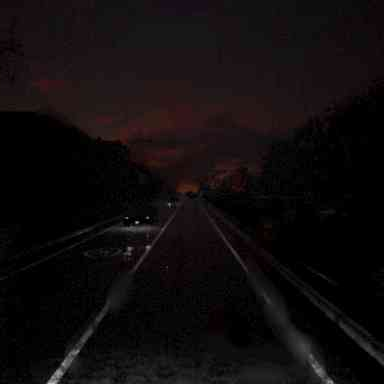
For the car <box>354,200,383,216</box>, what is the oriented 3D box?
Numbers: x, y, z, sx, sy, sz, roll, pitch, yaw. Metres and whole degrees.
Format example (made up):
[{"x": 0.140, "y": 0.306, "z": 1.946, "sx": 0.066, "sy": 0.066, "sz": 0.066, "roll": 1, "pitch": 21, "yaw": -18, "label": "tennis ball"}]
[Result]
[{"x": 18.600, "y": 1.499, "z": 32.114, "sx": 4.792, "sy": 1.488, "sz": 2.163, "roll": 0, "pitch": 0, "yaw": 0, "label": "car"}]

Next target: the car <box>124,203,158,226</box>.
[{"x": -3.465, "y": 1.525, "z": 23.609, "sx": 2.033, "sy": 1.411, "sz": 5.357, "roll": 0, "pitch": 0, "yaw": 0, "label": "car"}]

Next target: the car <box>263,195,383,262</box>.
[{"x": 5.651, "y": 1.232, "z": 11.733, "sx": 5.566, "sy": 2.045, "sz": 2.435, "roll": 0, "pitch": 0, "yaw": 0, "label": "car"}]

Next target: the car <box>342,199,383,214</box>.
[{"x": 18.641, "y": 1.485, "z": 34.897, "sx": 4.792, "sy": 1.488, "sz": 2.163, "roll": 0, "pitch": 0, "yaw": 0, "label": "car"}]

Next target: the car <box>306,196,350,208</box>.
[{"x": 18.728, "y": 1.377, "z": 46.001, "sx": 5.366, "sy": 1.575, "sz": 1.946, "roll": 0, "pitch": 0, "yaw": 0, "label": "car"}]

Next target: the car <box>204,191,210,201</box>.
[{"x": 5.349, "y": 1.021, "z": 59.395, "sx": 5.566, "sy": 2.045, "sz": 2.435, "roll": 0, "pitch": 0, "yaw": 0, "label": "car"}]

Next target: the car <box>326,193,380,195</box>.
[{"x": 18.566, "y": 1.189, "z": 37.670, "sx": 5.566, "sy": 2.045, "sz": 2.435, "roll": 0, "pitch": 0, "yaw": 0, "label": "car"}]

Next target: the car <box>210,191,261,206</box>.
[{"x": 5.456, "y": 1.154, "z": 42.575, "sx": 5.566, "sy": 2.045, "sz": 2.435, "roll": 0, "pitch": 0, "yaw": 0, "label": "car"}]

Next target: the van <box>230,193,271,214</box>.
[{"x": 5.474, "y": 1.255, "z": 25.752, "sx": 4.442, "sy": 1.987, "sz": 1.878, "roll": 0, "pitch": 0, "yaw": 0, "label": "van"}]

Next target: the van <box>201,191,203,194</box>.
[{"x": 5.101, "y": 0.846, "z": 84.623, "sx": 4.442, "sy": 1.987, "sz": 1.878, "roll": 0, "pitch": 0, "yaw": 0, "label": "van"}]

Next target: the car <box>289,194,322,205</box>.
[{"x": 18.520, "y": 1.188, "z": 54.327, "sx": 4.553, "sy": 1.767, "sz": 2.185, "roll": 0, "pitch": 0, "yaw": 0, "label": "car"}]

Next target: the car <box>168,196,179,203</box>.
[{"x": -3.580, "y": 1.354, "z": 64.673, "sx": 1.895, "sy": 1.301, "sz": 4.718, "roll": 0, "pitch": 0, "yaw": 0, "label": "car"}]

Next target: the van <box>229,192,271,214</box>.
[{"x": 5.689, "y": 1.250, "z": 28.555, "sx": 4.442, "sy": 1.987, "sz": 1.878, "roll": 0, "pitch": 0, "yaw": 0, "label": "van"}]

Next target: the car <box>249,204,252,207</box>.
[{"x": 5.646, "y": 1.523, "z": 17.340, "sx": 4.674, "sy": 1.452, "sz": 2.002, "roll": 0, "pitch": 0, "yaw": 0, "label": "car"}]

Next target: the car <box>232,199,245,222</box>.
[{"x": 5.603, "y": 1.482, "z": 22.946, "sx": 5.008, "sy": 1.535, "sz": 2.097, "roll": 0, "pitch": 0, "yaw": 0, "label": "car"}]

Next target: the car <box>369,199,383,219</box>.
[{"x": 18.832, "y": 1.472, "z": 29.343, "sx": 5.366, "sy": 1.575, "sz": 1.946, "roll": 0, "pitch": 0, "yaw": 0, "label": "car"}]

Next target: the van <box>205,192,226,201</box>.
[{"x": 5.172, "y": 0.935, "z": 73.410, "sx": 4.442, "sy": 1.987, "sz": 1.878, "roll": 0, "pitch": 0, "yaw": 0, "label": "van"}]

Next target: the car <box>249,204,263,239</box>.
[{"x": 5.476, "y": 1.480, "z": 14.535, "sx": 5.366, "sy": 1.575, "sz": 1.946, "roll": 0, "pitch": 0, "yaw": 0, "label": "car"}]

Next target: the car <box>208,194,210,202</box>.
[{"x": 5.424, "y": 1.340, "z": 50.988, "sx": 4.892, "sy": 1.521, "sz": 2.231, "roll": 0, "pitch": 0, "yaw": 0, "label": "car"}]

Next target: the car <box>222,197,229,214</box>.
[{"x": 5.584, "y": 1.500, "z": 31.358, "sx": 4.792, "sy": 1.488, "sz": 2.163, "roll": 0, "pitch": 0, "yaw": 0, "label": "car"}]

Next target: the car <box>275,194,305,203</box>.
[{"x": 18.442, "y": 1.249, "z": 62.654, "sx": 4.892, "sy": 1.521, "sz": 2.231, "roll": 0, "pitch": 0, "yaw": 0, "label": "car"}]

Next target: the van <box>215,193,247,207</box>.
[{"x": 5.565, "y": 1.135, "z": 48.183, "sx": 4.442, "sy": 1.987, "sz": 1.878, "roll": 0, "pitch": 0, "yaw": 0, "label": "van"}]

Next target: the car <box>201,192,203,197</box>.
[{"x": 5.265, "y": 1.139, "z": 76.216, "sx": 5.008, "sy": 1.535, "sz": 2.097, "roll": 0, "pitch": 0, "yaw": 0, "label": "car"}]

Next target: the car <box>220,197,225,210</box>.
[{"x": 5.534, "y": 1.499, "z": 34.166, "sx": 4.674, "sy": 1.452, "sz": 2.002, "roll": 0, "pitch": 0, "yaw": 0, "label": "car"}]

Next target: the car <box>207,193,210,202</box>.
[{"x": 5.392, "y": 1.334, "z": 56.594, "sx": 4.674, "sy": 1.452, "sz": 2.002, "roll": 0, "pitch": 0, "yaw": 0, "label": "car"}]

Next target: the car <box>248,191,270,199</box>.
[{"x": 18.231, "y": 0.775, "z": 90.536, "sx": 5.566, "sy": 2.045, "sz": 2.435, "roll": 0, "pitch": 0, "yaw": 0, "label": "car"}]

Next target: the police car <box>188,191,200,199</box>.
[{"x": 0.528, "y": 0.984, "z": 90.240, "sx": 1.930, "sy": 1.638, "sz": 5.238, "roll": 0, "pitch": 0, "yaw": 0, "label": "police car"}]

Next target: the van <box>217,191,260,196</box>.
[{"x": 5.618, "y": 1.202, "z": 39.776, "sx": 4.442, "sy": 1.987, "sz": 1.878, "roll": 0, "pitch": 0, "yaw": 0, "label": "van"}]

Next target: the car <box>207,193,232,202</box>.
[{"x": 5.310, "y": 1.102, "z": 65.002, "sx": 4.553, "sy": 1.767, "sz": 2.185, "roll": 0, "pitch": 0, "yaw": 0, "label": "car"}]

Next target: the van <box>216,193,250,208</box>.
[{"x": 5.583, "y": 1.158, "z": 45.380, "sx": 4.442, "sy": 1.987, "sz": 1.878, "roll": 0, "pitch": 0, "yaw": 0, "label": "van"}]

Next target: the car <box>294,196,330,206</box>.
[{"x": 18.478, "y": 1.365, "z": 51.551, "sx": 4.792, "sy": 1.488, "sz": 2.163, "roll": 0, "pitch": 0, "yaw": 0, "label": "car"}]

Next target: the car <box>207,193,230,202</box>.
[{"x": 5.293, "y": 1.080, "z": 67.805, "sx": 4.553, "sy": 1.767, "sz": 2.185, "roll": 0, "pitch": 0, "yaw": 0, "label": "car"}]

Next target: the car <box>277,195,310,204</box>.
[{"x": 18.269, "y": 1.266, "z": 59.877, "sx": 5.366, "sy": 1.575, "sz": 1.946, "roll": 0, "pitch": 0, "yaw": 0, "label": "car"}]

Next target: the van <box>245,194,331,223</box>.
[{"x": 5.742, "y": 1.257, "z": 20.143, "sx": 4.442, "sy": 1.987, "sz": 1.878, "roll": 0, "pitch": 0, "yaw": 0, "label": "van"}]

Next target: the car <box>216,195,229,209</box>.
[{"x": 5.525, "y": 1.445, "z": 36.969, "sx": 4.892, "sy": 1.521, "sz": 2.231, "roll": 0, "pitch": 0, "yaw": 0, "label": "car"}]
